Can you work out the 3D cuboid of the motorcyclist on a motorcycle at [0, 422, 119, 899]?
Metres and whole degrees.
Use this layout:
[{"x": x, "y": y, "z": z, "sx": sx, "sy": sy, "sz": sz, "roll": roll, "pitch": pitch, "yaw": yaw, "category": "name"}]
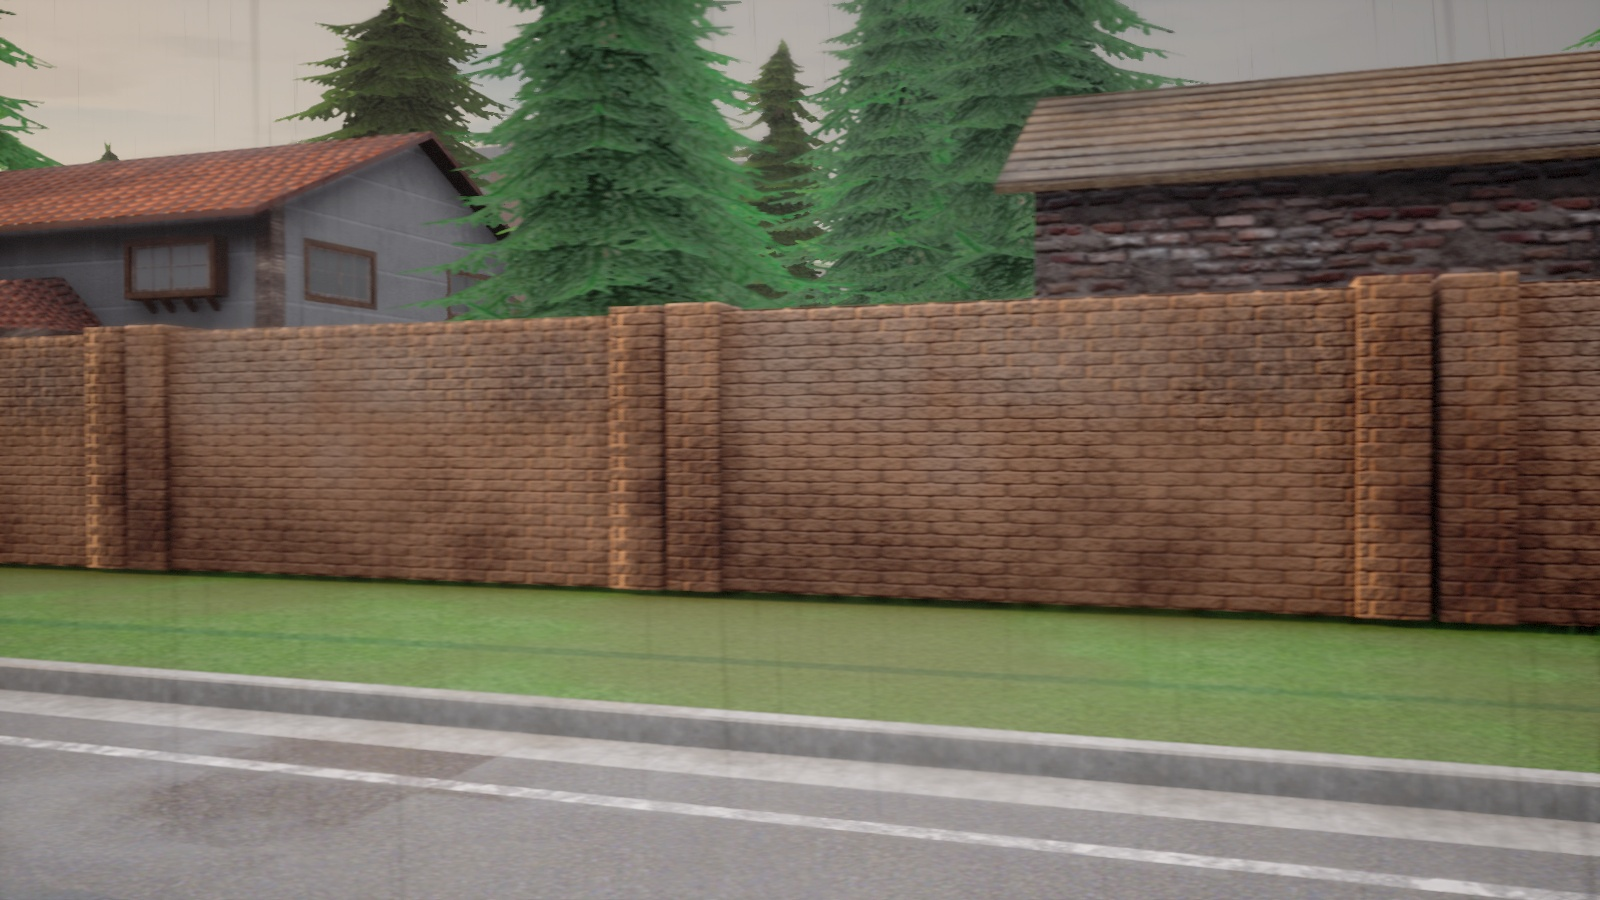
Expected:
[{"x": -3.425, "y": 0.697, "z": 4.345, "sx": 1.817, "sy": 1.590, "sz": 0.866, "roll": 1, "pitch": 1, "yaw": 19, "category": "motorcyclist on a motorcycle"}]
